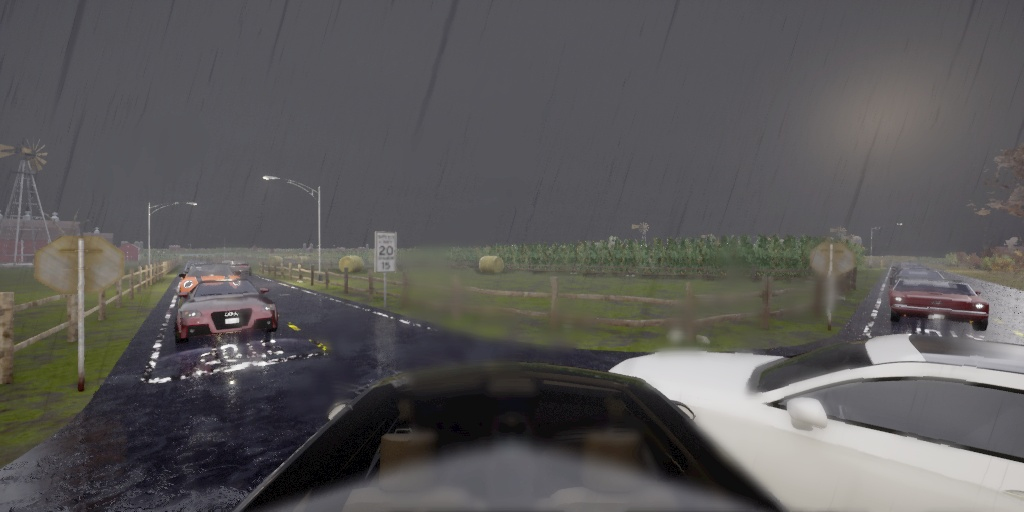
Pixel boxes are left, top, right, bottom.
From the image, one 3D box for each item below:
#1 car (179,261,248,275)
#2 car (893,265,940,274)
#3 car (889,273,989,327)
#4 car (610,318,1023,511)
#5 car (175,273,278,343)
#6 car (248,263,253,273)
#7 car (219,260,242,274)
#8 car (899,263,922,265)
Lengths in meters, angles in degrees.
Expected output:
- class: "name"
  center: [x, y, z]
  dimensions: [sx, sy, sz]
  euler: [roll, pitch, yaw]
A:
- class: "car"
  center: [-13.770, 1.141, 16.434]
  dimensions: [2.097, 1.767, 4.553]
  euler: [0, 0, -42]
- class: "car"
  center: [20.537, 1.366, 18.101]
  dimensions: [5.357, 1.411, 2.033]
  euler: [0, 1, -43]
- class: "car"
  center: [13.481, 1.400, 11.514]
  dimensions: [4.718, 1.301, 1.895]
  euler: [0, 1, -43]
- class: "car"
  center: [2.831, 1.294, 2.418]
  dimensions: [1.812, 1.442, 4.674]
  euler: [0, 1, -44]
- class: "car"
  center: [-7.973, 1.356, 9.969]
  dimensions: [1.994, 1.385, 4.181]
  euler: [0, 0, -43]
- class: "car"
  center: [-27.098, 1.287, 35.619]
  dimensions: [2.128, 1.511, 4.902]
  euler: [0, 0, -42]
- class: "car"
  center: [-33.844, 1.309, 43.055]
  dimensions: [1.837, 1.490, 4.892]
  euler: [0, 0, -42]
- class: "car"
  center: [27.271, 1.405, 24.378]
  dimensions: [4.181, 1.385, 1.994]
  euler: [0, 1, -43]
